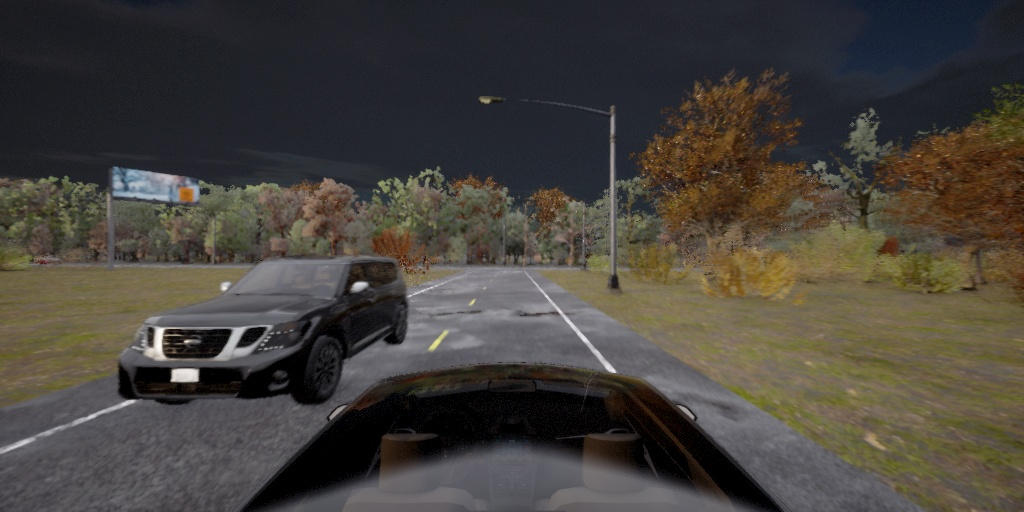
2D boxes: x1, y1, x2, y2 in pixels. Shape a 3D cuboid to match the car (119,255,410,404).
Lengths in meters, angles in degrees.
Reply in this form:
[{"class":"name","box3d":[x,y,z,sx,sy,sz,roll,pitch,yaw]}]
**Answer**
[{"class":"car","box3d":[-3.597,0.989,6.716,2.150,2.045,5.566,0,-1,0]}]
